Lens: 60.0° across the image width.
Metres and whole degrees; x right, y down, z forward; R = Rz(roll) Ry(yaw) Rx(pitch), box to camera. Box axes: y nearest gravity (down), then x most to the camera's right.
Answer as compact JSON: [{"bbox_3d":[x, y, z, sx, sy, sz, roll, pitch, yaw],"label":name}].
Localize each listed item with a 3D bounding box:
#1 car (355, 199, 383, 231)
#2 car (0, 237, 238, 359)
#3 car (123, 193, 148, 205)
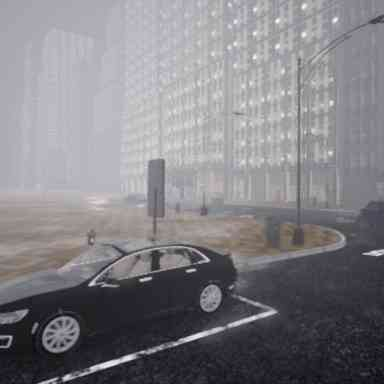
[{"bbox_3d":[10.784,1.227,16.646,2.097,1.767,4.553,1,2,-35],"label":"car"},{"bbox_3d":[-1.141,1.542,5.896,4.403,1.369,2.008,0,1,-36],"label":"car"},{"bbox_3d":[-6.940,0.827,42.139,2.033,1.411,5.357,0,1,-35],"label":"car"}]
